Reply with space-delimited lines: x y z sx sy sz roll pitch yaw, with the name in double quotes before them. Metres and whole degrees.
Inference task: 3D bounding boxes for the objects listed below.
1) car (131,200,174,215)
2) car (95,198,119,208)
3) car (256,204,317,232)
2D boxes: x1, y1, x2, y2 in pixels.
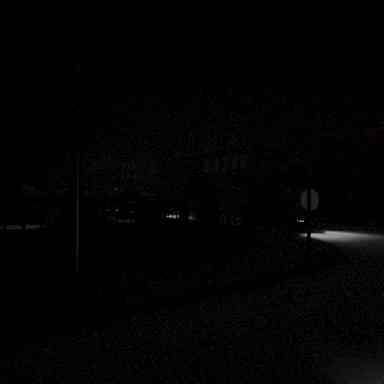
"car" -3.918 1.546 33.068 2.033 1.411 5.357 0 0 -35
"car" -11.751 1.525 44.107 1.812 1.442 4.674 0 0 -35
"car" 5.202 1.504 20.286 1.837 1.490 4.892 0 0 -36
